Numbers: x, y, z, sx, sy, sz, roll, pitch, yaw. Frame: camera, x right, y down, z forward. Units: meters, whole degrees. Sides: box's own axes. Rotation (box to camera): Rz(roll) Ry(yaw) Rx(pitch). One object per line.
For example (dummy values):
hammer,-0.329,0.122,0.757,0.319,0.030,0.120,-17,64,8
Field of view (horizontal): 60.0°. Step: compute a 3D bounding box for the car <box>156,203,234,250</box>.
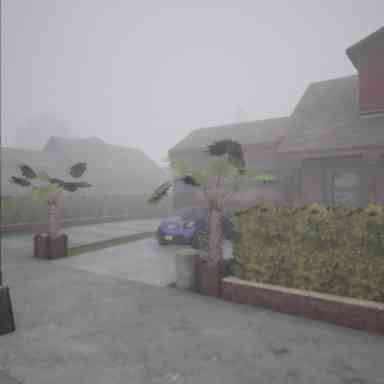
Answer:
car,0.223,1.180,12.428,1.845,1.501,3.633,0,0,33
